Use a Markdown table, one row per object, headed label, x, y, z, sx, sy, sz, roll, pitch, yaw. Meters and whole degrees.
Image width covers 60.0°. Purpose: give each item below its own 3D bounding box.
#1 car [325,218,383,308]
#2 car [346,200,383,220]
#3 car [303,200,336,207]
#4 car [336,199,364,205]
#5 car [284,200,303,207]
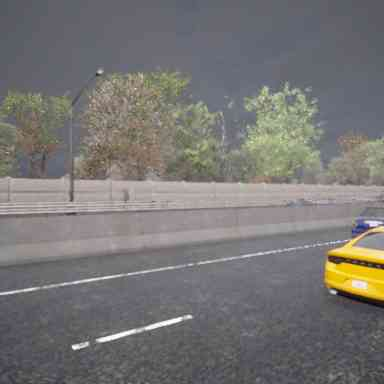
| label | x | y | z | sx | sy | sz | roll | pitch | yaw |
| --- | --- | --- | --- | --- | --- | --- | --- | --- | --- |
| car | 4.997 | 1.481 | 7.335 | 5.008 | 1.535 | 1.882 | 0 | 0 | -35 |
| car | 8.935 | 1.359 | 14.425 | 4.553 | 1.767 | 2.097 | 0 | 0 | -35 |
| car | 14.496 | 1.549 | 35.831 | 4.674 | 1.442 | 1.812 | 0 | 0 | -35 |
| car | 16.813 | 1.529 | 33.176 | 4.892 | 1.490 | 1.837 | 0 | 0 | -35 |
| car | 12.550 | 1.588 | 38.730 | 4.181 | 1.385 | 1.994 | 0 | 0 | -35 |
